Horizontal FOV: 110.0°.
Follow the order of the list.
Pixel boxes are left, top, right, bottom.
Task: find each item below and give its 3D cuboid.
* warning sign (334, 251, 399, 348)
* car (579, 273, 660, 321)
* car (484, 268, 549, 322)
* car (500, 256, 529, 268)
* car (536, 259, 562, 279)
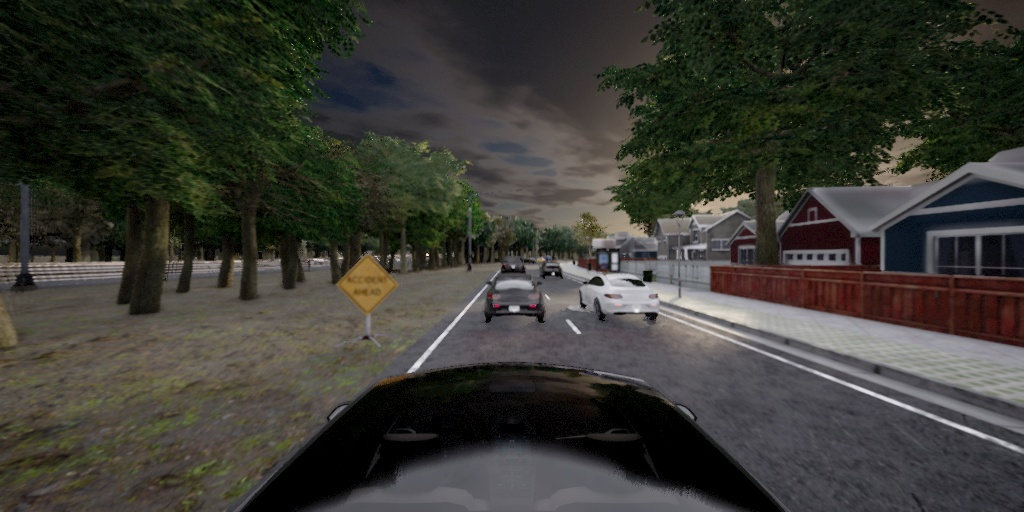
[{"bbox_3d":[-3.049,0.885,7.593,1.300,1.860,1.060,0,0,0],"label":"warning sign"},{"bbox_3d":[3.575,1.306,12.569,1.812,1.442,4.674,0,0,0],"label":"car"},{"bbox_3d":[0.080,1.306,12.350,1.812,1.442,4.674,0,0,0],"label":"car"},{"bbox_3d":[0.089,1.014,32.801,2.150,2.045,5.566,0,0,0],"label":"car"},{"bbox_3d":[3.596,1.296,33.733,1.837,1.490,4.892,0,0,0],"label":"car"}]
